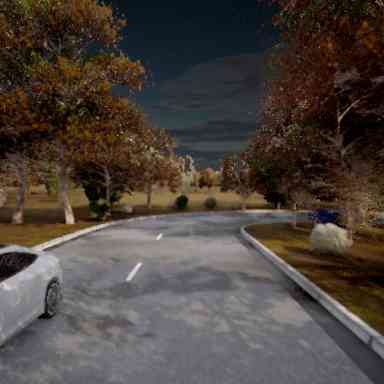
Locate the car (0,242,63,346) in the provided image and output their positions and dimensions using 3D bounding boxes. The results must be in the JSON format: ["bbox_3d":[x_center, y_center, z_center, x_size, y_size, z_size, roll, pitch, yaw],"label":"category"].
[{"bbox_3d":[-3.360,1.519,4.625,1.812,1.442,4.674,0,0,0],"label":"car"}]
